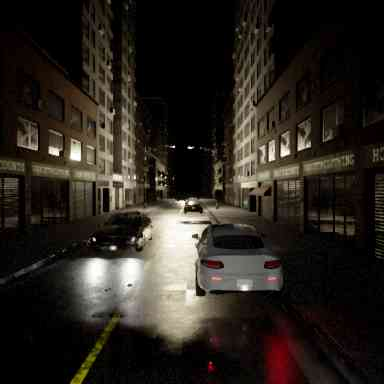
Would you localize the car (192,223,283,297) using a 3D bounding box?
[{"bbox_3d":[0.984,1.525,8.478,1.812,1.442,4.674,0,0,0],"label":"car"}]

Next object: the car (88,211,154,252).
[{"bbox_3d":[-2.712,1.546,14.100,2.033,1.411,5.357,0,0,0],"label":"car"}]

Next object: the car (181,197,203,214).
[{"bbox_3d":[0.157,1.577,35.725,1.994,1.385,4.181,0,0,1],"label":"car"}]

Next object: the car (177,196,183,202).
[{"bbox_3d":[-2.538,1.644,79.085,1.994,1.385,4.181,0,0,0],"label":"car"}]
